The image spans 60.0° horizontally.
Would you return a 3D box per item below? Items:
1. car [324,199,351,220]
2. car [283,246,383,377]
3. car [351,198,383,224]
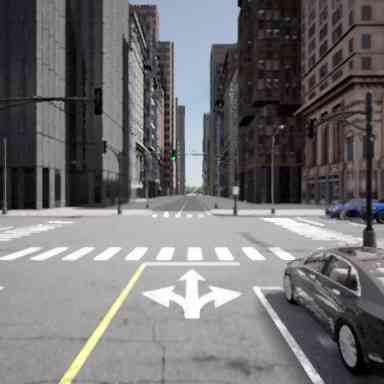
[{"bbox_3d":[13.391,1.352,27.512,4.553,1.767,2.097,0,0,0],"label":"car"},{"bbox_3d":[2.759,1.563,5.428,2.008,1.369,4.403,0,0,0],"label":"car"},{"bbox_3d":[15.056,1.223,24.272,5.566,2.045,2.150,0,0,-2],"label":"car"}]
